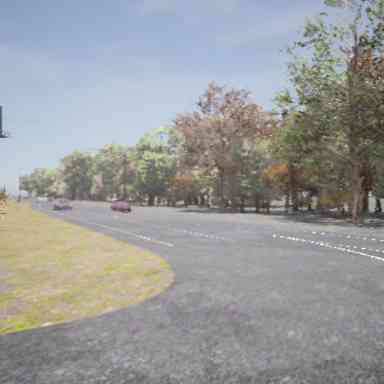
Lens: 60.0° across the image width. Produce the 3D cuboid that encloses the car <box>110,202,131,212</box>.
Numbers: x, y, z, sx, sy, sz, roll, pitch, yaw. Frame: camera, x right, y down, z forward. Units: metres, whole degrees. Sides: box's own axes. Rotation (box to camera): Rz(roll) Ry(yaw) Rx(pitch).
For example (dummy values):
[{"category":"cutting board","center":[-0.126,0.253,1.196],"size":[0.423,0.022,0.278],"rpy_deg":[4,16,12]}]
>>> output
[{"category":"car","center":[-10.316,2.119,47.998],"size":[1.994,1.385,4.181],"rpy_deg":[1,-1,-31]}]

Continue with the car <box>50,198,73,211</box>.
[{"category":"car","center":[-18.836,1.846,48.533],"size":[2.097,1.767,4.553],"rpy_deg":[1,-1,-31]}]
